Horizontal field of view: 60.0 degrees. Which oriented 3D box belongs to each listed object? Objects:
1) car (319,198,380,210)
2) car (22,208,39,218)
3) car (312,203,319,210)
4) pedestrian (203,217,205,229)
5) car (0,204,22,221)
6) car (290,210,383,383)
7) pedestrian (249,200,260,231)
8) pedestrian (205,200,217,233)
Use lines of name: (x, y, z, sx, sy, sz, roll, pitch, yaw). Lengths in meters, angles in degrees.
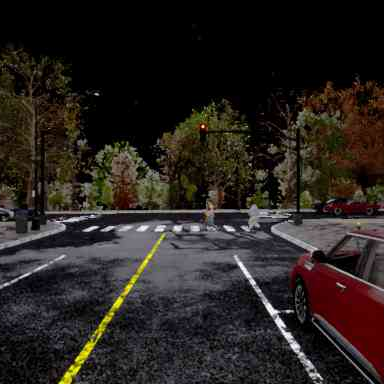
car: (15.183, 1.459, 31.897, 4.718, 1.301, 1.895, -1, -1, 1)
car: (-16.102, 1.733, 29.205, 4.718, 1.301, 1.895, -1, -1, 1)
car: (15.249, 1.406, 35.150, 4.892, 1.490, 1.837, -1, -1, 1)
pedestrian: (0.914, 1.661, 19.448, 0.500, 1.100, 0.500, 1, -1, 0)
car: (-16.429, 1.583, 25.951, 4.902, 1.511, 2.128, -1, -1, 2)
car: (2.720, 1.316, 3.837, 2.192, 1.841, 5.009, 1, 0, 0)
pedestrian: (3.503, 1.297, 18.850, 0.375, 1.860, 0.375, 1, -1, 0)
pedestrian: (1.046, 1.297, 18.253, 0.375, 1.860, 0.375, 1, -1, 0)
